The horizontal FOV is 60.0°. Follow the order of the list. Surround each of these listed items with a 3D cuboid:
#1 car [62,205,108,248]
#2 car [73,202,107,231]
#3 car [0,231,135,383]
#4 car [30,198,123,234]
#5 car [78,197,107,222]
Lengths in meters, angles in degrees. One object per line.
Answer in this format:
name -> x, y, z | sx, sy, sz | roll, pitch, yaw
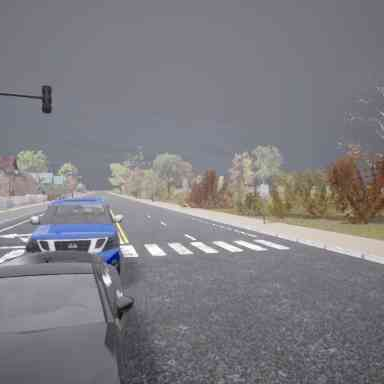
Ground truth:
car -> -5.035, 1.498, 16.036 | 1.837, 1.490, 4.892 | 0, 0, -15
car -> -6.617, 1.467, 21.778 | 1.882, 1.535, 5.008 | 0, 0, -16
car -> -1.708, 1.524, 3.883 | 1.812, 1.442, 4.674 | 0, 0, -13
car -> -3.362, 1.218, 9.968 | 2.150, 2.045, 5.566 | 0, 0, -15
car -> -8.192, 1.337, 27.507 | 2.097, 1.767, 4.553 | 0, 0, -15
